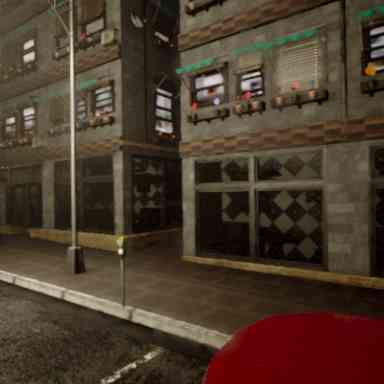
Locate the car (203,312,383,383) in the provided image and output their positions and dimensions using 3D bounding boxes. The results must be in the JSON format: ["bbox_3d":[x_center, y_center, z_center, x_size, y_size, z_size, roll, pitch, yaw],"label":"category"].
[{"bbox_3d":[2.275,1.316,1.274,5.009,1.841,2.192,0,-1,36],"label":"car"}]
